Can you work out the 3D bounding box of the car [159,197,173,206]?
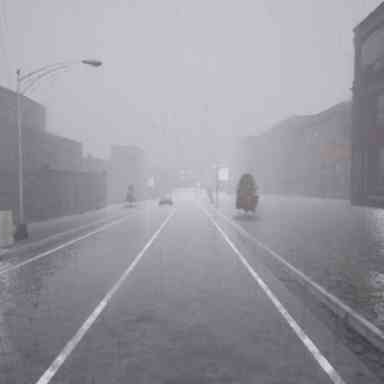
[{"bbox_3d":[-3.810,1.365,48.758,1.895,1.301,4.718,0,0,0],"label":"car"}]
